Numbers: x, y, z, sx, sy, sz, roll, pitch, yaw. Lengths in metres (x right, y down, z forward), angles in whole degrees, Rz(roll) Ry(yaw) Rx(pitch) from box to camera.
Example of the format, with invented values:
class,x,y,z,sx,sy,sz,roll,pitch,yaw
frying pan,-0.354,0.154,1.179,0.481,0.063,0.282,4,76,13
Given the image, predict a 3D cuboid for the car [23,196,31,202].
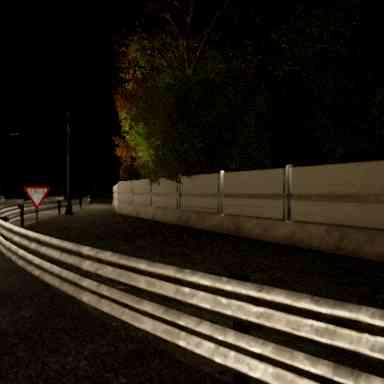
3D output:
class,x,y,z,sx,sy,sz,roll,pitch,yaw
car,-37.301,1.489,75.732,1.895,1.301,4.718,0,0,-30
